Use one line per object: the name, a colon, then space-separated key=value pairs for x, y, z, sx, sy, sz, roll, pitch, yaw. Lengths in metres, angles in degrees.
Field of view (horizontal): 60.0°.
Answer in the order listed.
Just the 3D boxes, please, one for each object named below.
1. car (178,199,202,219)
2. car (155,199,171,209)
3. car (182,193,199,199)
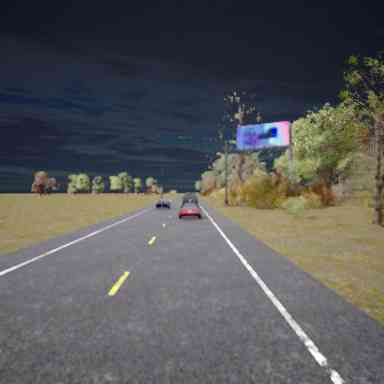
car: x=-0.169 y=1.567 z=29.697 sx=1.994 sy=1.385 sz=4.181 roll=0 pitch=0 yaw=0
car: x=-3.817 y=1.619 z=44.590 sx=1.895 sy=1.301 sz=4.718 roll=0 pitch=0 yaw=0
car: x=-0.257 y=1.220 z=45.906 sx=2.150 sy=2.045 sz=5.566 roll=0 pitch=-1 yaw=0
